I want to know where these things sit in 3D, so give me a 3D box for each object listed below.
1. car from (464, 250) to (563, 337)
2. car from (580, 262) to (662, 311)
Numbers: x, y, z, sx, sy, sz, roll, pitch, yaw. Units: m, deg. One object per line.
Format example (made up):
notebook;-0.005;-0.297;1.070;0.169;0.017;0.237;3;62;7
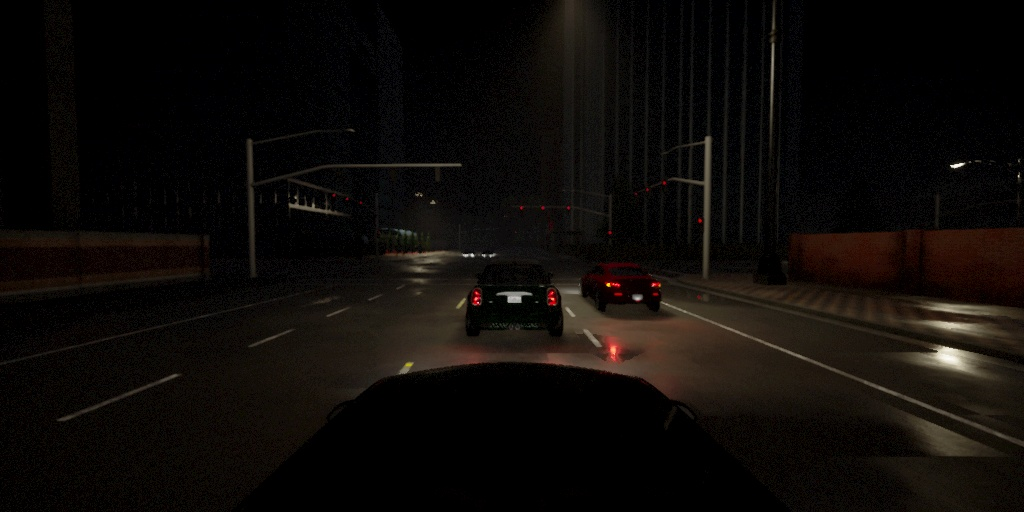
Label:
car;0.062;0.839;9.496;2.097;1.767;4.553;0;2;0
car;3.556;0.920;12.260;1.812;1.442;4.674;0;1;2
